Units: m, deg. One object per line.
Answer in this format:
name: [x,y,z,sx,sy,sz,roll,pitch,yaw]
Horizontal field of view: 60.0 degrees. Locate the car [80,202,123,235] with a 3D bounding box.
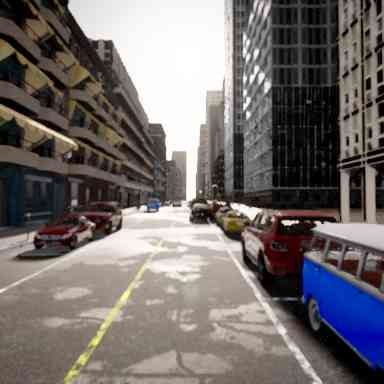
car: [-5.663,1.556,20.852,2.192,1.841,5.009,1,-1,0]

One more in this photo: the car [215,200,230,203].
car: [2.722,1.689,31.891,2.192,1.841,5.009,1,-1,0]

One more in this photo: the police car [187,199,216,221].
police car: [0.754,1.792,31.308,1.930,1.638,5.238,0,-1,-4]

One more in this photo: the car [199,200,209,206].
car: [2.739,2.529,76.067,1.947,1.339,4.313,1,-1,0]

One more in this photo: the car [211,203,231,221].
car: [2.716,1.834,26.537,1.752,1.417,4.829,1,-1,0]

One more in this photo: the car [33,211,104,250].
car: [-5.670,1.758,15.327,1.802,1.307,4.206,1,-1,0]

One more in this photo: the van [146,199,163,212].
van: [-5.650,1.924,48.464,1.690,1.788,3.998,1,-1,0]

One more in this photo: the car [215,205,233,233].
car: [2.713,1.768,21.015,1.752,1.417,4.829,1,-1,0]

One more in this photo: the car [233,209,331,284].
car: [2.711,1.427,9.802,2.192,1.841,5.009,1,-1,0]

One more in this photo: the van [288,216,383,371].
van: [2.709,1.390,4.281,1.690,1.788,3.998,1,-1,0]

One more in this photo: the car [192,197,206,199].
car: [0.852,1.790,47.300,2.150,2.045,5.566,0,-1,-1]

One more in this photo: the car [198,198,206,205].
car: [2.750,2.522,92.638,2.192,1.841,5.009,1,-1,0]

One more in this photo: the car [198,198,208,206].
car: [2.745,2.358,81.593,2.192,1.841,5.009,1,-1,0]

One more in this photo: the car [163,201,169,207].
car: [-5.644,2.466,70.550,1.802,1.307,4.206,1,-1,0]

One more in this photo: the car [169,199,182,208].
car: [-2.983,2.336,65.378,1.812,1.442,4.674,0,-1,0]

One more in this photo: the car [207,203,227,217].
car: [2.721,2.008,37.410,1.947,1.339,4.313,1,-1,0]

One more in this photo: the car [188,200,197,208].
car: [0.034,2.377,67.989,1.812,1.442,4.674,0,-1,0]

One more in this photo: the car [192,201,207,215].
car: [0.874,1.948,41.436,1.801,1.575,5.366,0,-1,0]

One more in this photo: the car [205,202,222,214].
car: [2.724,2.056,42.934,1.887,1.381,4.507,1,-1,0]
